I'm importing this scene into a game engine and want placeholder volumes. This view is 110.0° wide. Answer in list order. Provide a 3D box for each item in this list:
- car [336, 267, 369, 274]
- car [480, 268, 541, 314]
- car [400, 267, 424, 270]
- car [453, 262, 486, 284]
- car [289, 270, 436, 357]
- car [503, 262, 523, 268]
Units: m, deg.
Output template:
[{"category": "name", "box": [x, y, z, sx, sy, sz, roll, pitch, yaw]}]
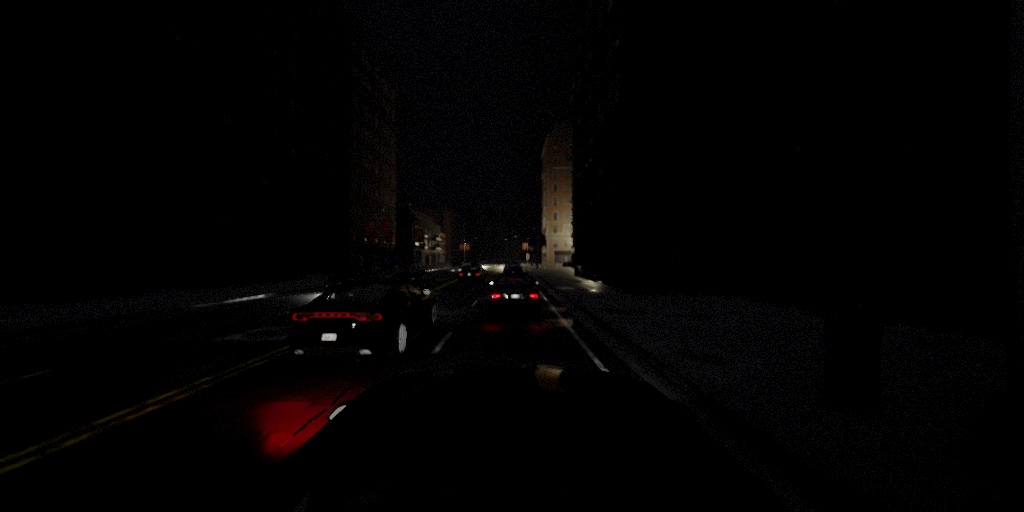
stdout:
[{"category": "car", "box": [-9.851, 1.408, 22.436, 1.994, 1.385, 4.181, 0, 0, 0]}, {"category": "car", "box": [0.099, 1.353, 14.007, 2.033, 1.411, 5.357, 0, 0, 0]}, {"category": "car", "box": [-6.601, 1.413, 23.414, 1.994, 1.385, 4.181, 0, 0, 0]}, {"category": "car", "box": [-3.150, 1.422, 28.910, 2.033, 1.411, 5.357, 0, 0, 0]}, {"category": "car", "box": [-3.152, 1.259, 8.658, 1.882, 1.535, 5.008, 0, 0, 0]}, {"category": "car", "box": [0.097, 1.387, 36.226, 1.882, 1.535, 5.008, 0, 0, 0]}]
